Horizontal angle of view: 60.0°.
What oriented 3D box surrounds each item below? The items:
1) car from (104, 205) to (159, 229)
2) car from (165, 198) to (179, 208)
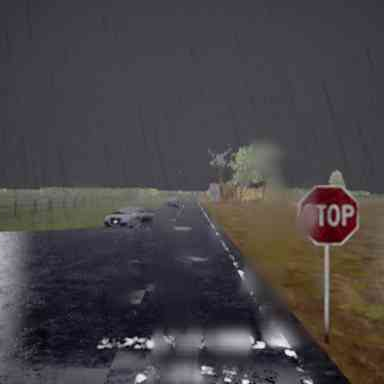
[{"bbox_3d":[-3.772,1.560,21.487,1.994,1.385,4.181,1,0,22],"label":"car"},{"bbox_3d":[-2.781,1.539,47.541,2.033,1.411,5.357,0,0,0],"label":"car"}]
